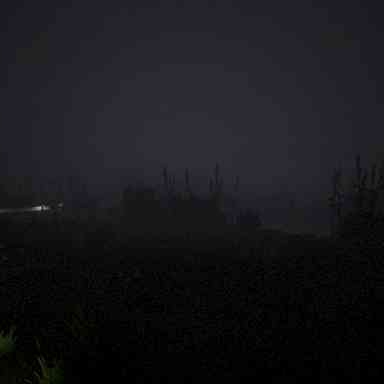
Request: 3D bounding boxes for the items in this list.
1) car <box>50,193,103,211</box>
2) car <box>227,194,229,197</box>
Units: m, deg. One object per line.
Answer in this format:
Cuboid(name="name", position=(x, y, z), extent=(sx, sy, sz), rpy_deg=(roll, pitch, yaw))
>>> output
Cuboid(name="car", position=(-10.576, 0.961, 30.403), extent=(2.097, 1.767, 4.553), rpy_deg=(0, 3, 40))
Cuboid(name="car", position=(3.258, 0.703, 45.451), extent=(2.097, 1.767, 4.553), rpy_deg=(0, -1, 44))
